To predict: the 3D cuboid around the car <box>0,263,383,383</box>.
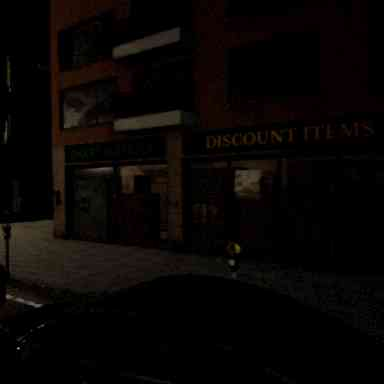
[{"bbox_3d":[-0.372,1.501,3.120,4.313,1.339,1.947,0,1,32],"label":"car"}]
